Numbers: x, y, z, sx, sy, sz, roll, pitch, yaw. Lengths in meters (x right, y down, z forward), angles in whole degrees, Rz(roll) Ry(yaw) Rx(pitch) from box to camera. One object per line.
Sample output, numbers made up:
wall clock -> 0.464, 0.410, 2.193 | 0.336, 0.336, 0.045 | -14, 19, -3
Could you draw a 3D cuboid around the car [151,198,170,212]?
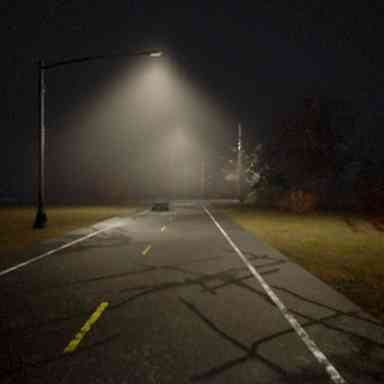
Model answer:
car -> -3.592, 1.448, 38.644 | 1.882, 1.535, 5.008 | 0, 0, 0
